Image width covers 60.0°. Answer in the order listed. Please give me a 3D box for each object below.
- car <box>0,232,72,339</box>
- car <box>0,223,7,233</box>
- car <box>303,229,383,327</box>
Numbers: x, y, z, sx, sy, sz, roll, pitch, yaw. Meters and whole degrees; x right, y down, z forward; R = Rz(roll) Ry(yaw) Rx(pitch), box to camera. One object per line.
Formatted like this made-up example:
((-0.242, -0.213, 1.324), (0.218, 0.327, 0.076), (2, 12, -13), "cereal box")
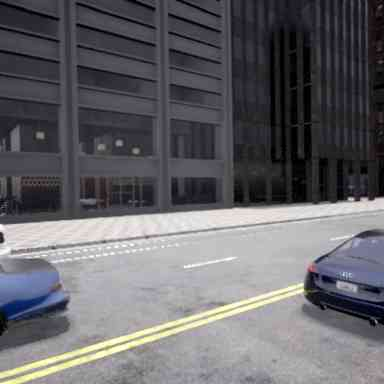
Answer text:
((-4.522, 1.572, 4.439), (5.357, 1.411, 2.033), (-1, 1, -36), "car")
((-6.854, 1.257, 6.761), (5.566, 2.045, 2.150), (-1, 1, -36), "car")
((4.055, 1.418, 6.405), (4.181, 1.385, 1.994), (-1, 1, -36), "car")
